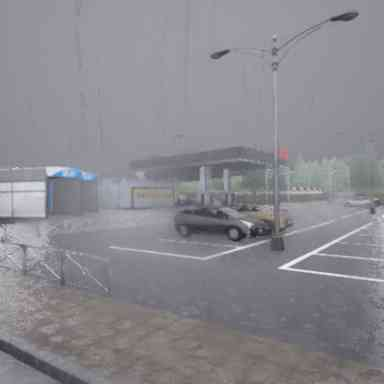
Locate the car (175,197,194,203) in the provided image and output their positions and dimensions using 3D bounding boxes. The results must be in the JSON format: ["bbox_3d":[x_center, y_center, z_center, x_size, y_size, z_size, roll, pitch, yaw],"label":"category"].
[{"bbox_3d":[-1.558,2.054,69.212,2.242,1.667,4.611,-1,-1,36],"label":"car"}]

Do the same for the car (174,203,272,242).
[{"bbox_3d":[1.226,1.454,16.140,4.514,1.523,2.007,-1,-1,36],"label":"car"}]

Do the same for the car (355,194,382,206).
[{"bbox_3d":[25.600,1.179,48.762,3.866,1.878,1.905,-1,-1,36],"label":"car"}]

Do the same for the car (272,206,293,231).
[{"bbox_3d":[3.030,1.446,18.707,5.027,1.636,2.152,-1,-1,36],"label":"car"}]

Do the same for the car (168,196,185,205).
[{"bbox_3d":[-3.583,1.965,76.052,1.905,1.878,3.866,-1,-1,36],"label":"car"}]

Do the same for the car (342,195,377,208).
[{"bbox_3d":[23.152,1.472,46.432,3.806,1.475,1.970,-1,-1,36],"label":"car"}]
